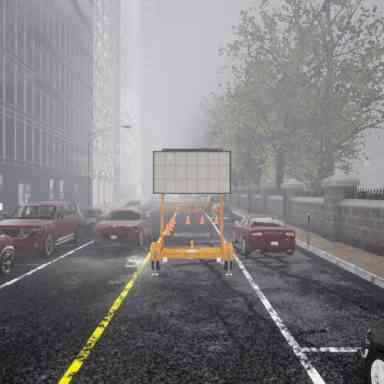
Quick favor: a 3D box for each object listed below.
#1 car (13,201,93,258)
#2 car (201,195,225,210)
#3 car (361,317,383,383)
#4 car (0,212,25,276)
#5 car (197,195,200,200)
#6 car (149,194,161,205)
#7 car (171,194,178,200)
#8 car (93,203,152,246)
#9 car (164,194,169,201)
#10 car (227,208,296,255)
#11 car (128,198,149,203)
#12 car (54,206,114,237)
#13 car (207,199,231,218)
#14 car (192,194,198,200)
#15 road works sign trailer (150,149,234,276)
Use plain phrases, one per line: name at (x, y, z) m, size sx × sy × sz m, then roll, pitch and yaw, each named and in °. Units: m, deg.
car at (-5.834, 1.310, 13.003) m, size 2.192 × 1.841 × 5.009 m, roll 0°, pitch 0°, yaw 0°
car at (2.497, 1.266, 35.282) m, size 2.192 × 1.841 × 5.009 m, roll 0°, pitch 0°, yaw -2°
car at (2.692, 1.551, 1.938) m, size 2.008 × 1.369 × 4.403 m, roll 0°, pitch 0°, yaw 0°
car at (-5.834, 1.439, 7.445) m, size 1.967 × 1.590 × 4.097 m, roll 0°, pitch 0°, yaw 0°
car at (2.201, 1.465, 46.399) m, size 2.008 × 1.369 × 4.403 m, roll 0°, pitch 0°, yaw -2°
car at (-6.623, 1.457, 57.551) m, size 1.802 × 1.307 × 4.206 m, roll 0°, pitch 0°, yaw -2°
car at (-4.660, 1.289, 90.279) m, size 1.812 × 1.442 × 4.674 m, roll 0°, pitch 0°, yaw -2°
car at (-3.017, 1.470, 15.320) m, size 1.882 × 1.535 × 5.008 m, roll 0°, pitch 0°, yaw 0°
car at (-7.211, 1.112, 79.782) m, size 2.192 × 1.841 × 5.009 m, roll 0°, pitch 0°, yaw -2°
car at (2.691, 1.540, 13.060) m, size 1.887 × 1.381 × 4.507 m, roll 0°, pitch 0°, yaw 0°
car at (-6.034, 1.515, 35.311) m, size 1.947 × 1.339 × 4.313 m, roll 0°, pitch 0°, yaw -1°
car at (-5.835, 1.553, 18.565) m, size 1.947 × 1.339 × 4.313 m, roll 0°, pitch 0°, yaw 0°
car at (2.616, 1.548, 29.717) m, size 1.802 × 1.307 × 4.206 m, roll 0°, pitch 0°, yaw -1°
car at (1.169, 1.330, 85.304) m, size 2.008 × 1.369 × 4.403 m, roll 0°, pitch 0°, yaw -2°
road works sign trailer at (-0.002, 0.461, 10.340) m, size 2.380 × 3.560 × 2.880 m, roll 0°, pitch 0°, yaw 0°
